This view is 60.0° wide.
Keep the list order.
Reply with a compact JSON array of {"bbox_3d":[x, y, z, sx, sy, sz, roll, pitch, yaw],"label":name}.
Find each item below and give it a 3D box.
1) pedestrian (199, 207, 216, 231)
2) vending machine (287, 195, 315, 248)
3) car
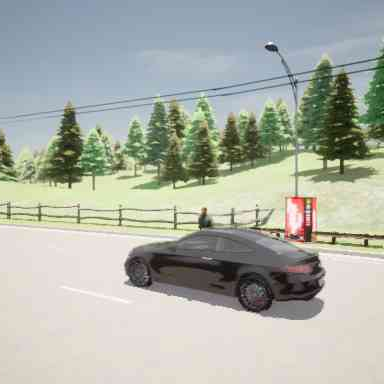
[{"bbox_3d":[0.366,1.294,9.690,0.375,1.860,0.375,0,0,32],"label":"pedestrian"},{"bbox_3d":[4.615,1.195,14.064,0.880,2.100,1.100,0,0,33],"label":"vending machine"},{"bbox_3d":[0.558,1.525,7.602,4.674,1.442,1.812,0,0,34],"label":"car"}]
